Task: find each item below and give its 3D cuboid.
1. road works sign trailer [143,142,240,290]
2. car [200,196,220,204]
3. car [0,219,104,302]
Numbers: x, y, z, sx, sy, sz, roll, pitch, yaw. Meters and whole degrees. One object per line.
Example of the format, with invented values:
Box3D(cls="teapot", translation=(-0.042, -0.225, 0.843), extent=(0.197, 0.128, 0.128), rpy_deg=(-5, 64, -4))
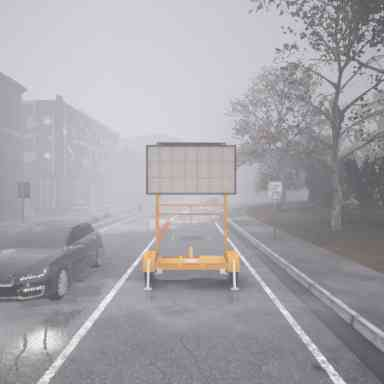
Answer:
Box3D(cls="road works sign trailer", translation=(-0.020, 0.467, 9.035), extent=(2.380, 3.560, 2.880), rpy_deg=(0, 0, 0))
Box3D(cls="car", translation=(3.184, 1.412, 58.992), extent=(2.128, 1.511, 4.902), rpy_deg=(-1, 0, 33))
Box3D(cls="car", translation=(-3.612, 1.507, 8.447), extent=(1.837, 1.490, 4.892), rpy_deg=(0, 0, 0))
